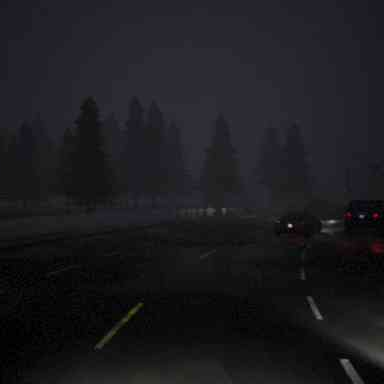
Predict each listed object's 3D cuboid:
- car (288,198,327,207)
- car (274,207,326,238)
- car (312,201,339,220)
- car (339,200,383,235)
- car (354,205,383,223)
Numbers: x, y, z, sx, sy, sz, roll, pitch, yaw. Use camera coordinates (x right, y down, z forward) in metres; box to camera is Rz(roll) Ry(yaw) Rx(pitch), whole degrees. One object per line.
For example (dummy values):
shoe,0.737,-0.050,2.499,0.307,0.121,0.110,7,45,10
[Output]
car,13.050,1.726,37.102,5.566,2.045,2.150,1,-1,-34
car,6.403,1.836,19.880,1.994,1.385,4.181,0,-1,31
car,14.924,1.958,34.131,5.008,1.535,1.882,1,-1,-34
car,11.368,1.521,21.138,2.150,2.045,5.566,-1,-1,38
car,17.142,2.004,30.982,4.181,1.385,1.994,1,-1,-37
